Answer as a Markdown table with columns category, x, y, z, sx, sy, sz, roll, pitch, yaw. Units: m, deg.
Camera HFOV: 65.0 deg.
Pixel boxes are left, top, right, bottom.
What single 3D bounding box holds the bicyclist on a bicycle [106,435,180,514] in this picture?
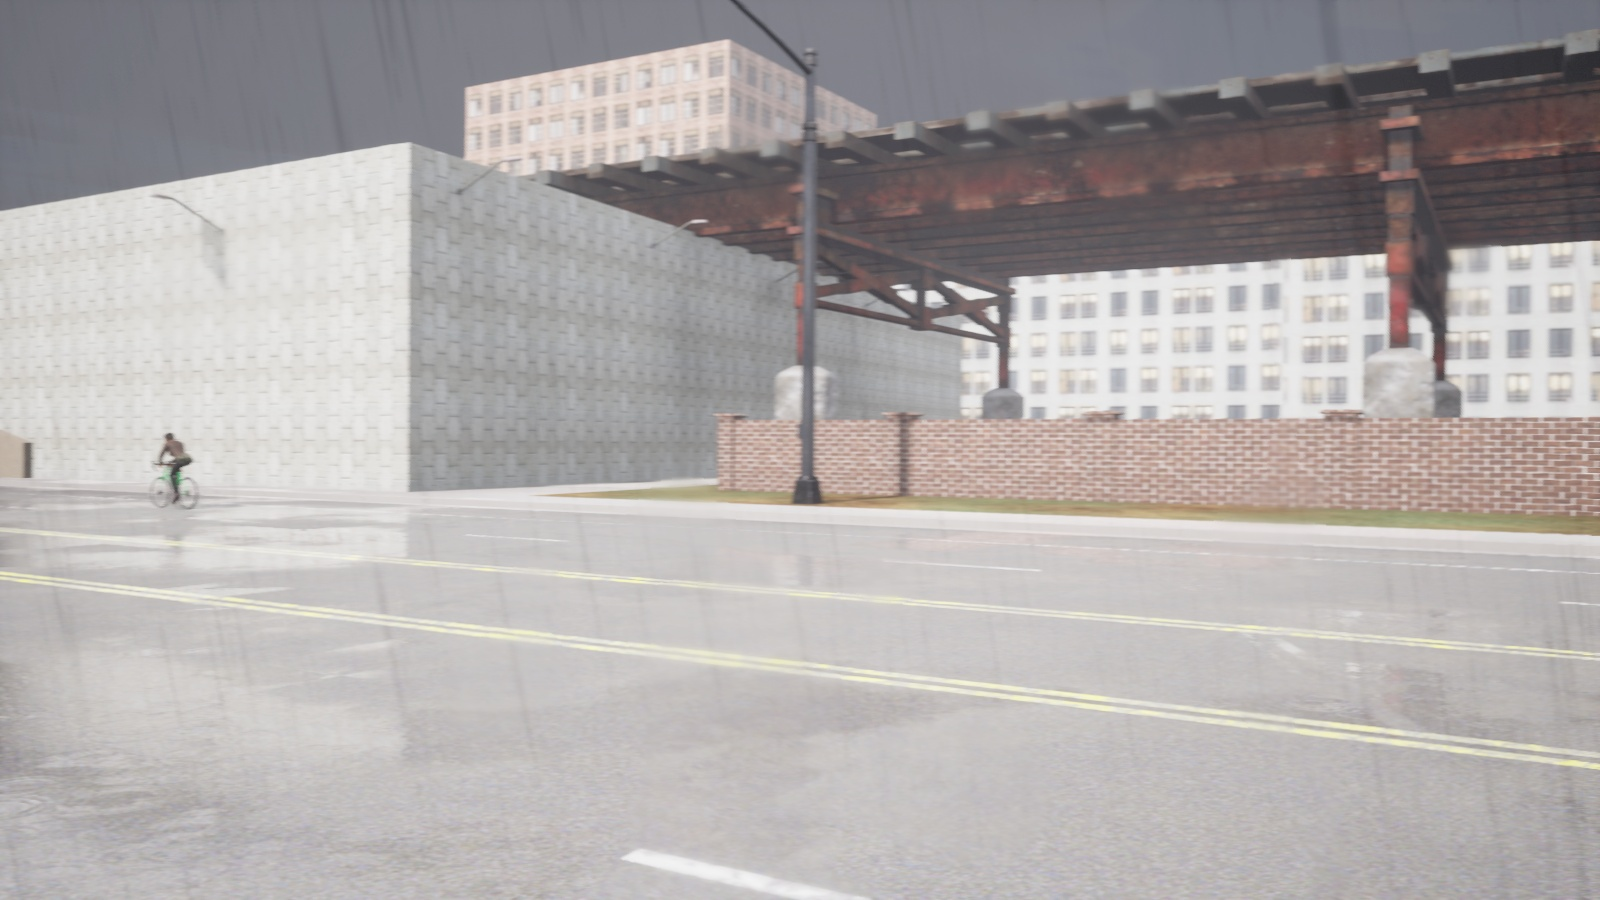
| category | x | y | z | sx | sy | sz | roll | pitch | yaw |
| --- | --- | --- | --- | --- | --- | --- | --- | --- | --- |
| bicyclist on a bicycle | -13.777 | 0.505 | 26.327 | 1.656 | 1.620 | 0.582 | 0 | 0 | 30 |
